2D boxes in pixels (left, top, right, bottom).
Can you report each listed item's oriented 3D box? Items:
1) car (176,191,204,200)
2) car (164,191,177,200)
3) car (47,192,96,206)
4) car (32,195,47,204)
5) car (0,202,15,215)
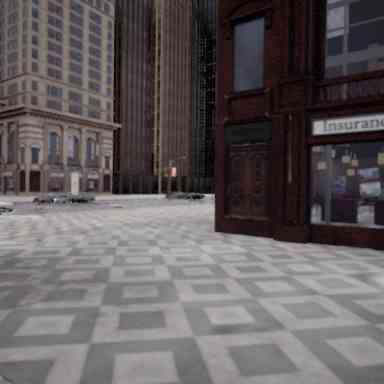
[{"bbox_3d":[-0.006,0.709,55.970,1.895,1.301,4.718,1,1,35],"label":"car"},{"bbox_3d":[-2.512,0.596,58.051,2.033,1.411,5.357,1,1,35],"label":"car"},{"bbox_3d":[-13.135,0.712,37.309,2.128,1.511,4.902,1,1,35],"label":"car"},{"bbox_3d":[-15.823,0.710,39.140,2.033,1.411,5.357,1,1,35],"label":"car"},{"bbox_3d":[-15.028,1.013,23.073,1.895,1.301,4.718,1,1,35],"label":"car"}]
